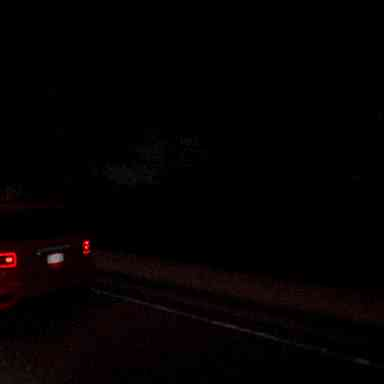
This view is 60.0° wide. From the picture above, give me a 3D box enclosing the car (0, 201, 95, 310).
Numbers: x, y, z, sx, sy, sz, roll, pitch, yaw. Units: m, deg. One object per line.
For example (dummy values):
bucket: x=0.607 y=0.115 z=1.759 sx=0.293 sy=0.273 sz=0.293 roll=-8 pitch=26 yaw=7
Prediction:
car: x=-4.490 y=1.220 z=7.188 sx=5.566 sy=2.045 sz=2.150 roll=0 pitch=0 yaw=36
